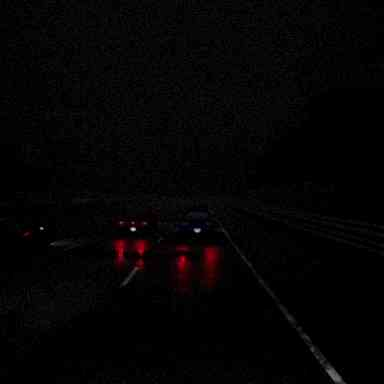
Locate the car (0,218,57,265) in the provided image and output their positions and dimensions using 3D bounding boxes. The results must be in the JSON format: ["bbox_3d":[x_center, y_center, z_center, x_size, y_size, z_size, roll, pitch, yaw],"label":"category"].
[{"bbox_3d":[-6.803,1.633,11.927,2.033,1.411,5.357,0,0,1],"label":"car"}]

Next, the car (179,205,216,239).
[{"bbox_3d":[0.298,1.668,18.070,1.812,1.442,4.674,0,-1,1],"label":"car"}]

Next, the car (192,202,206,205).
[{"bbox_3d":[0.748,1.806,35.718,2.128,1.511,4.902,0,-1,2],"label":"car"}]

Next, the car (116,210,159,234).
[{"bbox_3d":[-3.163,1.762,20.385,1.895,1.301,4.718,0,-1,1],"label":"car"}]
